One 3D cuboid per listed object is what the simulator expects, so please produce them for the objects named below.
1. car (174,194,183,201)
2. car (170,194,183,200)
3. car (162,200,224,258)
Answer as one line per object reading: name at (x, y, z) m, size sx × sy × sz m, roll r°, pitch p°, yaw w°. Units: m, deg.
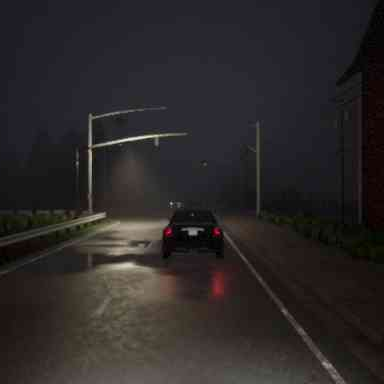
car at (-3.472, 1.312, 85.349) m, size 2.097 × 1.767 × 4.553 m, roll 0°, pitch 0°, yaw 0°
car at (-3.478, 1.501, 69.530) m, size 1.812 × 1.442 × 4.674 m, roll 0°, pitch 0°, yaw 0°
car at (0.050, 1.347, 12.909) m, size 2.097 × 1.767 × 4.553 m, roll 0°, pitch 0°, yaw 1°
